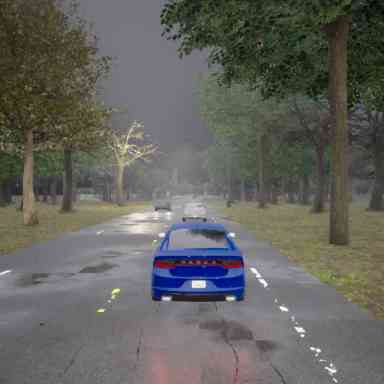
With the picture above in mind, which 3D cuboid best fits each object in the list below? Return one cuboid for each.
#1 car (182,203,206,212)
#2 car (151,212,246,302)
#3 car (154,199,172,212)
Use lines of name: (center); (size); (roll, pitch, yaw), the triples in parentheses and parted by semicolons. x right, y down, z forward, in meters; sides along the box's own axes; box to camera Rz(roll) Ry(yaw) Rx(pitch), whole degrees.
car: (0.187, 1.580, 26.879); (1.812, 1.442, 4.674); (0, 0, 0)
car: (0.129, 1.485, 8.366); (1.882, 1.535, 5.008); (0, 0, 0)
car: (-3.462, 1.612, 40.229); (1.837, 1.490, 4.892); (0, 0, 0)
